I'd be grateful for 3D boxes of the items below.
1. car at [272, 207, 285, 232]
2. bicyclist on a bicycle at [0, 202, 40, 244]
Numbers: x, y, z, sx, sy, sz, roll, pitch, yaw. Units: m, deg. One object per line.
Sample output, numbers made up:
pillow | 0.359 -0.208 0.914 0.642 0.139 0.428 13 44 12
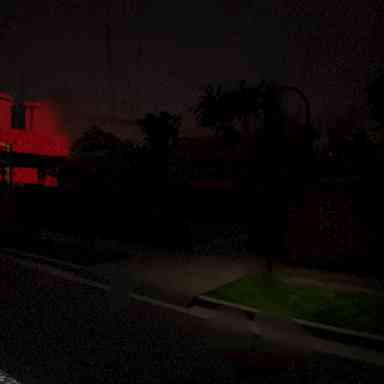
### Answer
car | 5.978 1.208 17.346 2.152 1.636 5.027 1 0 38
bicyclist on a bicycle | -6.971 1.247 13.564 0.582 1.620 1.656 1 0 38
